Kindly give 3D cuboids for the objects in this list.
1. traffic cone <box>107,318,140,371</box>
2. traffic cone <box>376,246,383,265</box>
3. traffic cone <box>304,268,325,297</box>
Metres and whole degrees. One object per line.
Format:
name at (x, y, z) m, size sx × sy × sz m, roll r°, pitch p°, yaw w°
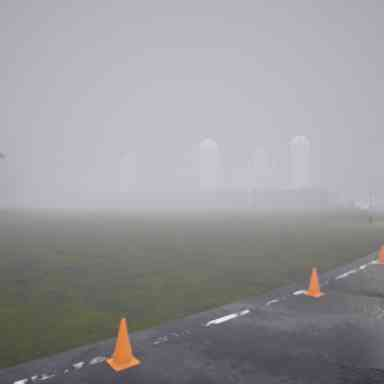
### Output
traffic cone at (-0.920, 1.994, 4.467) m, size 0.340 × 0.580 × 0.340 m, roll 0°, pitch -1°, yaw -38°
traffic cone at (6.248, 2.057, 10.899) m, size 0.340 × 0.580 × 0.340 m, roll 0°, pitch -1°, yaw 44°
traffic cone at (2.781, 2.022, 7.551) m, size 0.340 × 0.580 × 0.340 m, roll 0°, pitch -1°, yaw -42°
